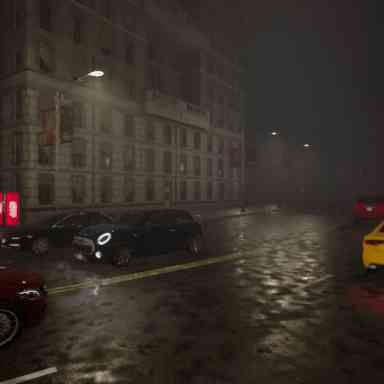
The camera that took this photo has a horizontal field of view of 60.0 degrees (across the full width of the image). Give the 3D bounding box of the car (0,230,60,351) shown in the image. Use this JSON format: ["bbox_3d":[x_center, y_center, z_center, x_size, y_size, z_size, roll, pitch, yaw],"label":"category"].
[{"bbox_3d":[-4.498,1.520,4.516,4.674,1.442,1.812,0,0,-34],"label":"car"}]

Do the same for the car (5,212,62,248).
[{"bbox_3d":[-4.804,1.492,13.308,4.892,1.490,1.837,0,1,-42],"label":"car"}]

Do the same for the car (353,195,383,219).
[{"bbox_3d":[12.896,1.209,23.379,2.150,2.045,5.566,0,0,36],"label":"car"}]

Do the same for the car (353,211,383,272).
[{"bbox_3d":[6.657,1.474,9.901,1.882,1.535,5.008,0,0,42],"label":"car"}]

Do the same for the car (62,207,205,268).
[{"bbox_3d":[-1.713,1.342,11.466,4.553,1.767,2.097,0,0,-43],"label":"car"}]
